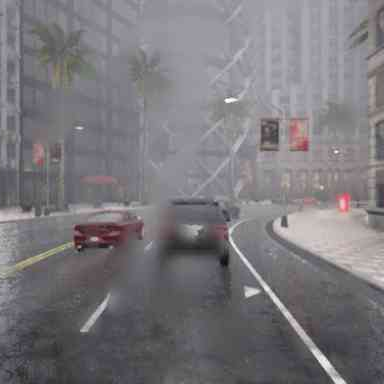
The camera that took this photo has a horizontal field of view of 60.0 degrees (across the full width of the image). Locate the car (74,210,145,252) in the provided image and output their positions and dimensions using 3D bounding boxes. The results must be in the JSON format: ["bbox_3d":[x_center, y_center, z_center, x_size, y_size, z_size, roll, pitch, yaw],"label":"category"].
[{"bbox_3d":[-3.282,1.485,14.064,1.882,1.535,5.008,0,0,3],"label":"car"}]

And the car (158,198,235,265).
[{"bbox_3d":[0.112,1.229,11.859,2.150,2.045,5.566,0,0,2],"label":"car"}]

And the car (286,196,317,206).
[{"bbox_3d":[17.710,1.378,53.516,4.553,1.767,2.097,0,0,-22],"label":"car"}]

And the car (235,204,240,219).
[{"bbox_3d":[2.442,1.365,26.352,2.097,1.767,4.553,0,0,19],"label":"car"}]

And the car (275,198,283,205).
[{"bbox_3d":[16.554,1.534,56.870,4.892,1.490,1.837,0,-1,-23],"label":"car"}]

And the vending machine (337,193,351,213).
[{"bbox_3d":[16.394,1.214,35.834,1.100,2.100,0.880,0,0,45],"label":"vending machine"}]

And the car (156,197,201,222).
[{"bbox_3d":[-0.985,1.365,27.125,2.097,1.767,4.553,0,0,19],"label":"car"}]
